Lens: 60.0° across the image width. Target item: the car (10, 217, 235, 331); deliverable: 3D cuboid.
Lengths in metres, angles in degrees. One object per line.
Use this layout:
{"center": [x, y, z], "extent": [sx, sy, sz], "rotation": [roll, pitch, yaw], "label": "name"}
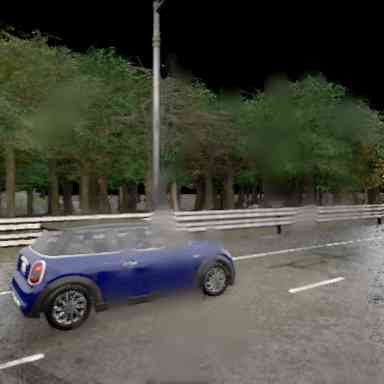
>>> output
{"center": [-1.228, 1.352, 7.097], "extent": [4.553, 1.767, 2.097], "rotation": [0, 0, -35], "label": "car"}
